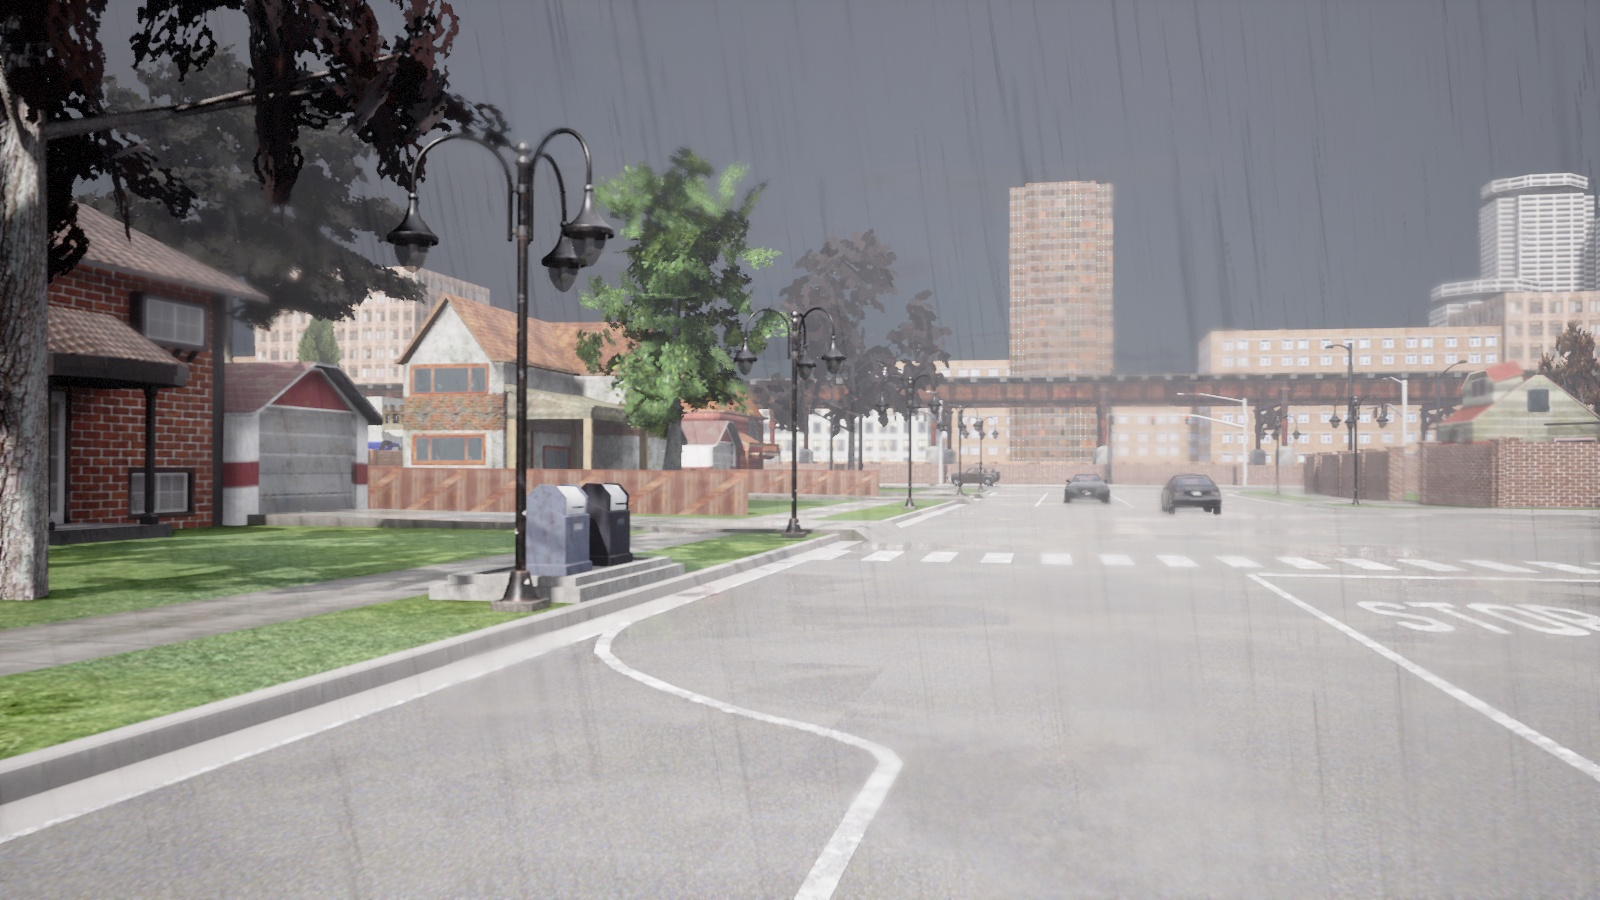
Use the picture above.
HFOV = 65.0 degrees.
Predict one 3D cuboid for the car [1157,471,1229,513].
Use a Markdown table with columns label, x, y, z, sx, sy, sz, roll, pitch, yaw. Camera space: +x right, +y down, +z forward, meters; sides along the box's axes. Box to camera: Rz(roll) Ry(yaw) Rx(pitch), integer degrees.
| label | x | y | z | sx | sy | sz | roll | pitch | yaw |
| --- | --- | --- | --- | --- | --- | --- | --- | --- | --- |
| car | 14.288 | 1.486 | 45.928 | 2.033 | 1.411 | 5.357 | 0 | -1 | 12 |

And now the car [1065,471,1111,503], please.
| label | x | y | z | sx | sy | sz | roll | pitch | yaw |
| --- | --- | --- | --- | --- | --- | --- | --- | --- | --- |
| car | 13.302 | 1.688 | 58.099 | 1.994 | 1.385 | 4.181 | 0 | -1 | 12 |

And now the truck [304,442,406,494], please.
| label | x | y | z | sx | sy | sz | roll | pitch | yaw |
| --- | --- | --- | --- | --- | --- | --- | --- | --- | --- |
| truck | -30.764 | 1.260 | 87.215 | 2.891 | 3.462 | 7.936 | 0 | -1 | 13 |
